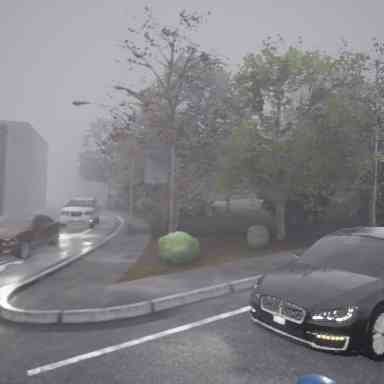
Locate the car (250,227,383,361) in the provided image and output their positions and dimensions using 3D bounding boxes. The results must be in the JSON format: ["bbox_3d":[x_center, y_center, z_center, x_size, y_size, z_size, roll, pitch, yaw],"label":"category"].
[{"bbox_3d":[3.160,1.451,5.938,4.892,1.490,1.837,-1,1,-35],"label":"car"}]

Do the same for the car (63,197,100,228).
[{"bbox_3d":[-7.949,1.420,24.170,2.150,2.045,5.566,2,-1,-10],"label":"car"}]

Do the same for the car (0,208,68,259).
[{"bbox_3d":[-6.959,1.619,13.523,1.882,1.535,5.008,2,-1,-2],"label":"car"}]

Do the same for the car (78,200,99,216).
[{"bbox_3d":[-11.884,1.789,38.033,1.882,1.535,5.008,2,-1,-22],"label":"car"}]
